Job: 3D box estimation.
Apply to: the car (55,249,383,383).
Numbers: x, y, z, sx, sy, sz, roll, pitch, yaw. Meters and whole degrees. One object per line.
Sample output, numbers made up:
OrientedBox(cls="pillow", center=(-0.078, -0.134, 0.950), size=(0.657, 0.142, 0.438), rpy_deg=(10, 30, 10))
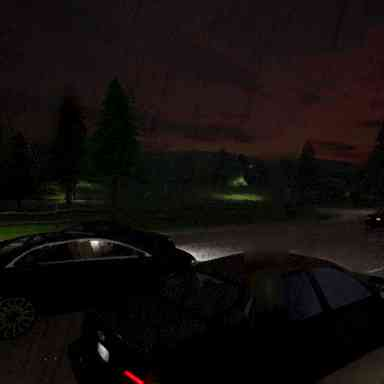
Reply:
OrientedBox(cls="car", center=(1.200, 1.578, 4.604), size=(5.357, 1.411, 2.033), rpy_deg=(1, 0, -36))

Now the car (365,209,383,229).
OrientedBox(cls="car", center=(13.574, 1.754, 22.030), size=(5.357, 1.411, 2.033), rpy_deg=(1, 0, -36))

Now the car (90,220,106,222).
OrientedBox(cls="car", center=(-2.599, 1.597, 10.490), size=(4.181, 1.385, 1.994), rpy_deg=(1, 0, -36))

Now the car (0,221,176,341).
OrientedBox(cls="car", center=(-2.084, 1.509, 6.559), size=(4.902, 1.511, 2.128), rpy_deg=(0, 0, -36))
